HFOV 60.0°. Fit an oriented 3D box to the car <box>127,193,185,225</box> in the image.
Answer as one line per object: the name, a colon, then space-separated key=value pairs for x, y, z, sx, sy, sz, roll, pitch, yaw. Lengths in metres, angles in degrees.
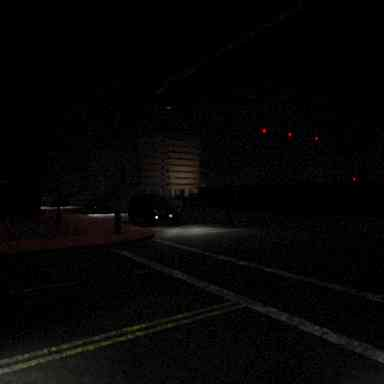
car: x=-2.909 y=1.233 z=24.492 sx=2.150 sy=2.045 sz=5.566 roll=0 pitch=0 yaw=-33

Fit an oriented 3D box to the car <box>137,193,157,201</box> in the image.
car: x=-11.422 y=1.191 z=83.899 sx=4.605 sy=1.855 sz=1.932 roll=0 pitch=0 yaw=-34

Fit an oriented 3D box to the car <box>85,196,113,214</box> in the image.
car: x=-10.194 y=1.518 z=35.875 sx=1.837 sy=1.490 sz=4.892 roll=0 pitch=0 yaw=-32

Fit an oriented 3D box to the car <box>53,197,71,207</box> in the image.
car: x=-20.328 y=1.561 z=51.818 sx=2.033 sy=1.411 sz=5.357 roll=0 pitch=0 yaw=-32

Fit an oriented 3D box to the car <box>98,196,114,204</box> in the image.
car: x=-17.269 y=1.550 z=66.756 sx=1.812 sy=1.442 sz=4.674 roll=0 pitch=0 yaw=-33

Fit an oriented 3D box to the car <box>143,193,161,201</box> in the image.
car: x=-9.844 y=1.194 z=81.472 sx=3.866 sy=1.878 sz=1.905 roll=0 pitch=0 yaw=-34

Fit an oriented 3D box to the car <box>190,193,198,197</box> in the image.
car: x=1.190 y=1.194 z=65.244 sx=3.866 sy=1.878 sz=1.905 roll=0 pitch=0 yaw=-34
